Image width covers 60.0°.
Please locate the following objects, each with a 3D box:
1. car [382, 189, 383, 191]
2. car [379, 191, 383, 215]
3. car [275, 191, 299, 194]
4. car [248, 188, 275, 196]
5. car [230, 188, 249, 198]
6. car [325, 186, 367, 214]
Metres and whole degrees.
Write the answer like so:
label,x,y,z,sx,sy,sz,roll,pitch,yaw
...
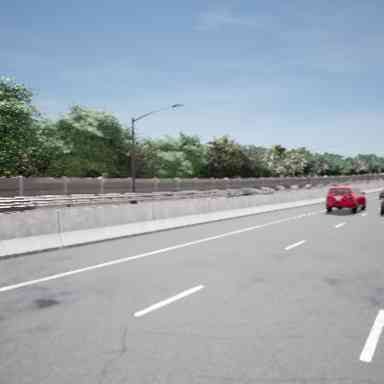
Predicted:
label,x,y,z,sx,sy,sz,roll,pitch,yaw
car,27.056,0.197,45.719,2.033,1.411,5.357,0,2,38
car,15.306,0.866,24.731,1.837,1.490,4.892,0,2,37
car,13.625,0.467,45.820,1.895,1.301,4.718,0,2,38
car,10.538,0.353,47.547,2.128,1.511,4.902,0,2,38
car,7.493,0.208,49.338,2.097,1.767,4.553,0,2,38
car,12.463,0.565,26.783,2.150,2.045,5.566,0,2,37
